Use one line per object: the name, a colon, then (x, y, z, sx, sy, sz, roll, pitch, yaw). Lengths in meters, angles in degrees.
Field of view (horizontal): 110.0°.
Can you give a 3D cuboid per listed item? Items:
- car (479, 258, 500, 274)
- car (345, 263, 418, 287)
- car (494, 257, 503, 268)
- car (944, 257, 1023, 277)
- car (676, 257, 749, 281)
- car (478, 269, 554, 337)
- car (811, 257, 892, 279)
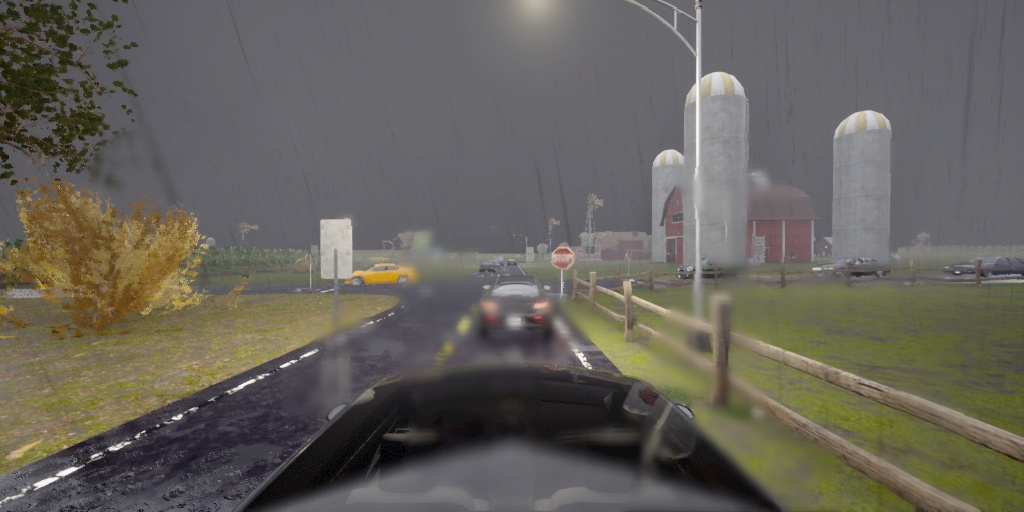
car: (-2.840, 1.306, 42.666, 2.033, 1.411, 5.357, 0, 0, 0)
car: (-9.433, 1.316, 26.080, 5.008, 1.535, 1.882, -1, 2, -21)
car: (-2.804, 1.278, 57.017, 1.837, 1.490, 4.892, 0, 0, 1)
car: (34.874, 0.756, 25.991, 5.357, 1.411, 2.033, -1, 1, -1)
car: (14.297, 0.853, 25.852, 4.553, 1.767, 2.097, -1, 1, 0)
car: (0.146, 1.274, 10.141, 1.812, 1.442, 4.674, 0, 0, 2)
car: (24.465, 0.846, 25.925, 4.902, 1.511, 2.128, -1, 1, 0)
